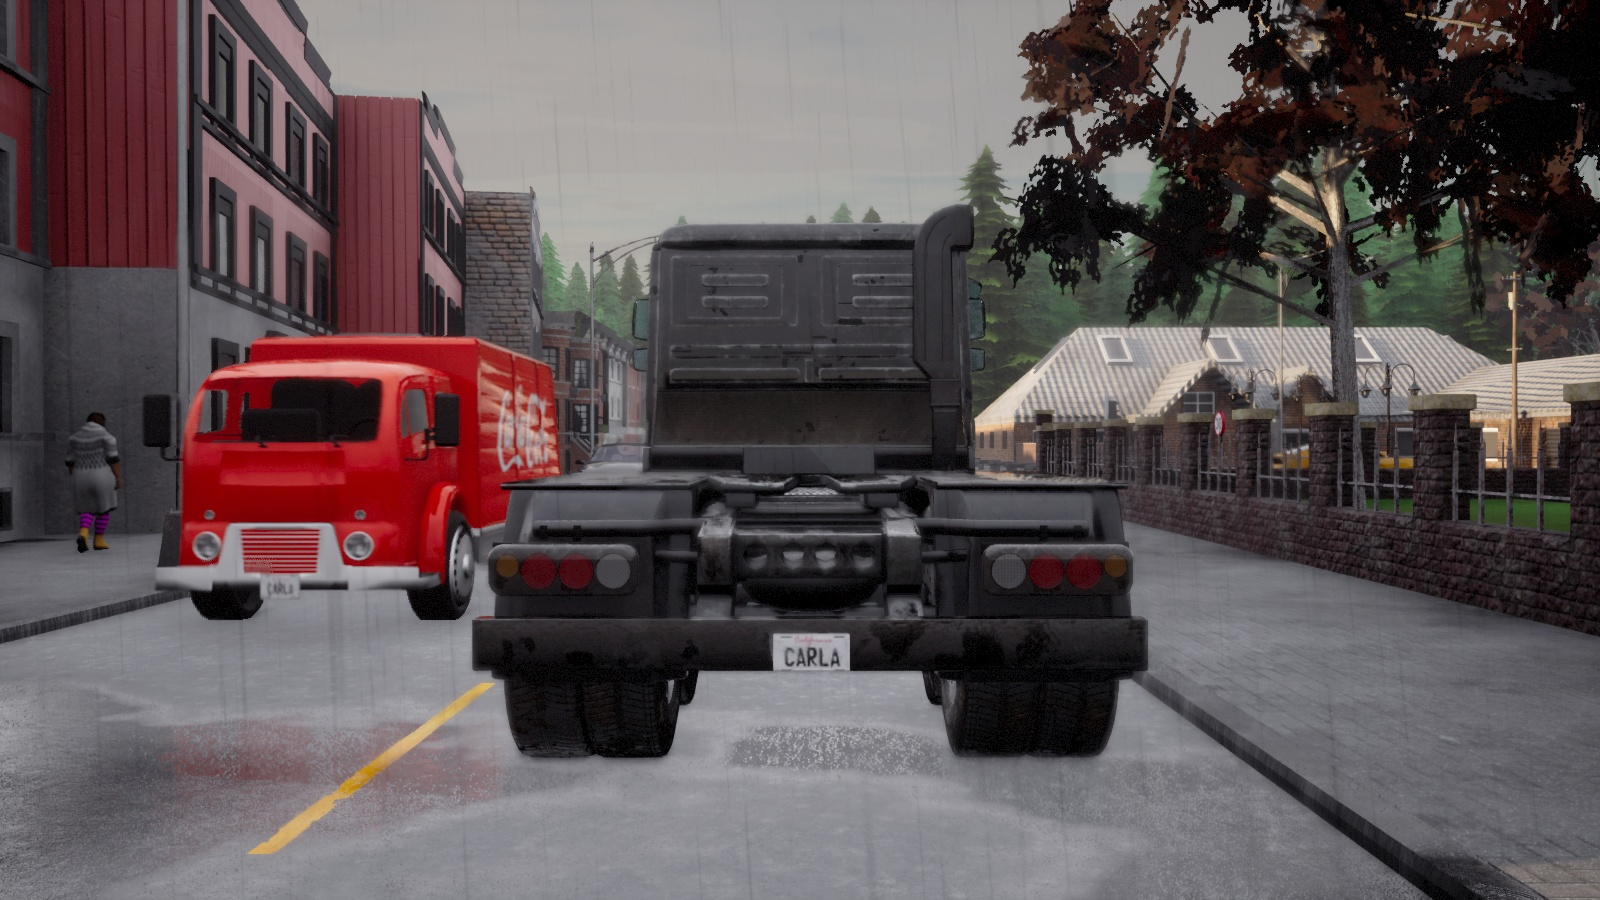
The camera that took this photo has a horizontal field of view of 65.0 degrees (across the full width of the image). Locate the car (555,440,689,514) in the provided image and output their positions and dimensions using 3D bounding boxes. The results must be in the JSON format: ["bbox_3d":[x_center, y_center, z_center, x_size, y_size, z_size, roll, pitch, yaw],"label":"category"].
[{"bbox_3d":[-3.852,0.541,28.133,2.128,1.511,4.902,0,0,2],"label":"car"}]

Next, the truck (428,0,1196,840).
[{"bbox_3d":[0.065,-0.284,8.702,2.891,3.462,7.936,0,0,0],"label":"truck"}]

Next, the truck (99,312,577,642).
[{"bbox_3d":[-3.922,0.189,12.005,2.627,2.467,5.204,0,0,0],"label":"truck"}]

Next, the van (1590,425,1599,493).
[{"bbox_3d":[26.112,0.282,36.942,4.480,2.038,2.069,0,0,-1],"label":"van"}]

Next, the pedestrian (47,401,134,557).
[{"bbox_3d":[-9.129,0.357,16.192,0.659,1.952,0.873,0,0,-4],"label":"pedestrian"}]

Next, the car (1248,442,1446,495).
[{"bbox_3d":[16.047,0.528,36.972,5.008,1.535,1.882,0,0,-1],"label":"car"}]
